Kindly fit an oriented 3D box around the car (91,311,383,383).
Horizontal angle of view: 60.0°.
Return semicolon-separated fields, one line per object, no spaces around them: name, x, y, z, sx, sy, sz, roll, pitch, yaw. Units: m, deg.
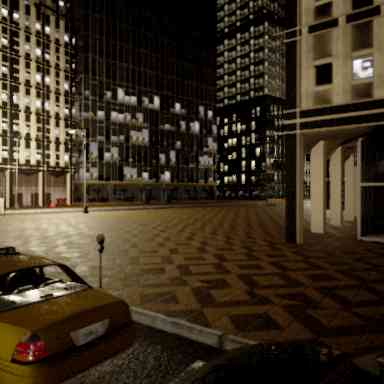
car;1.755;1.553;1.625;4.403;1.369;2.008;0;0;36

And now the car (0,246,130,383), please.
car;-3.000;1.504;5.017;4.829;1.417;1.752;0;0;36
